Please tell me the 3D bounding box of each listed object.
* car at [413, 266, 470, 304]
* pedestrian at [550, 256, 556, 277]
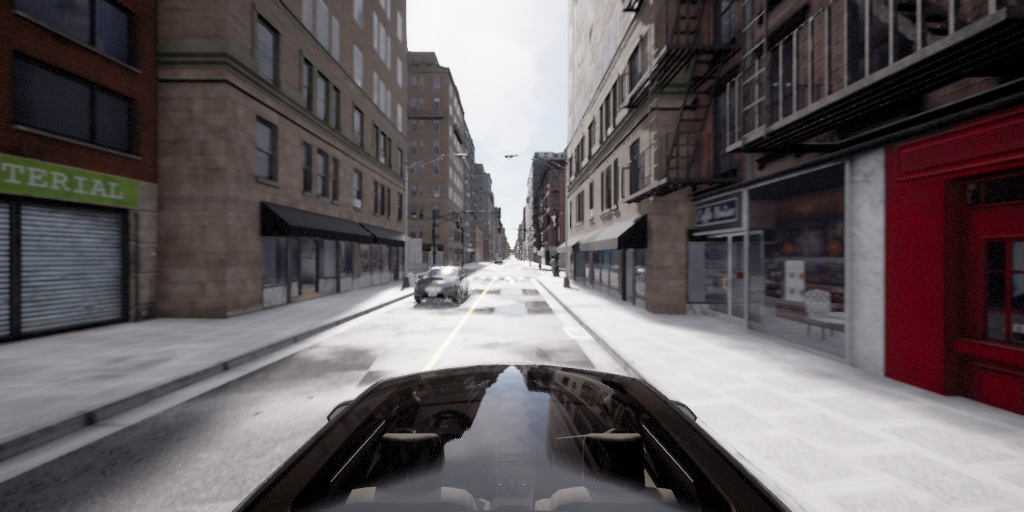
[{"bbox_3d":[-3.086,1.232,16.455,2.128,1.511,4.902,0,0,0],"label":"car"},{"bbox_3d":[3.630,0.868,31.601,0.375,1.860,0.375,0,0,0],"label":"pedestrian"}]
